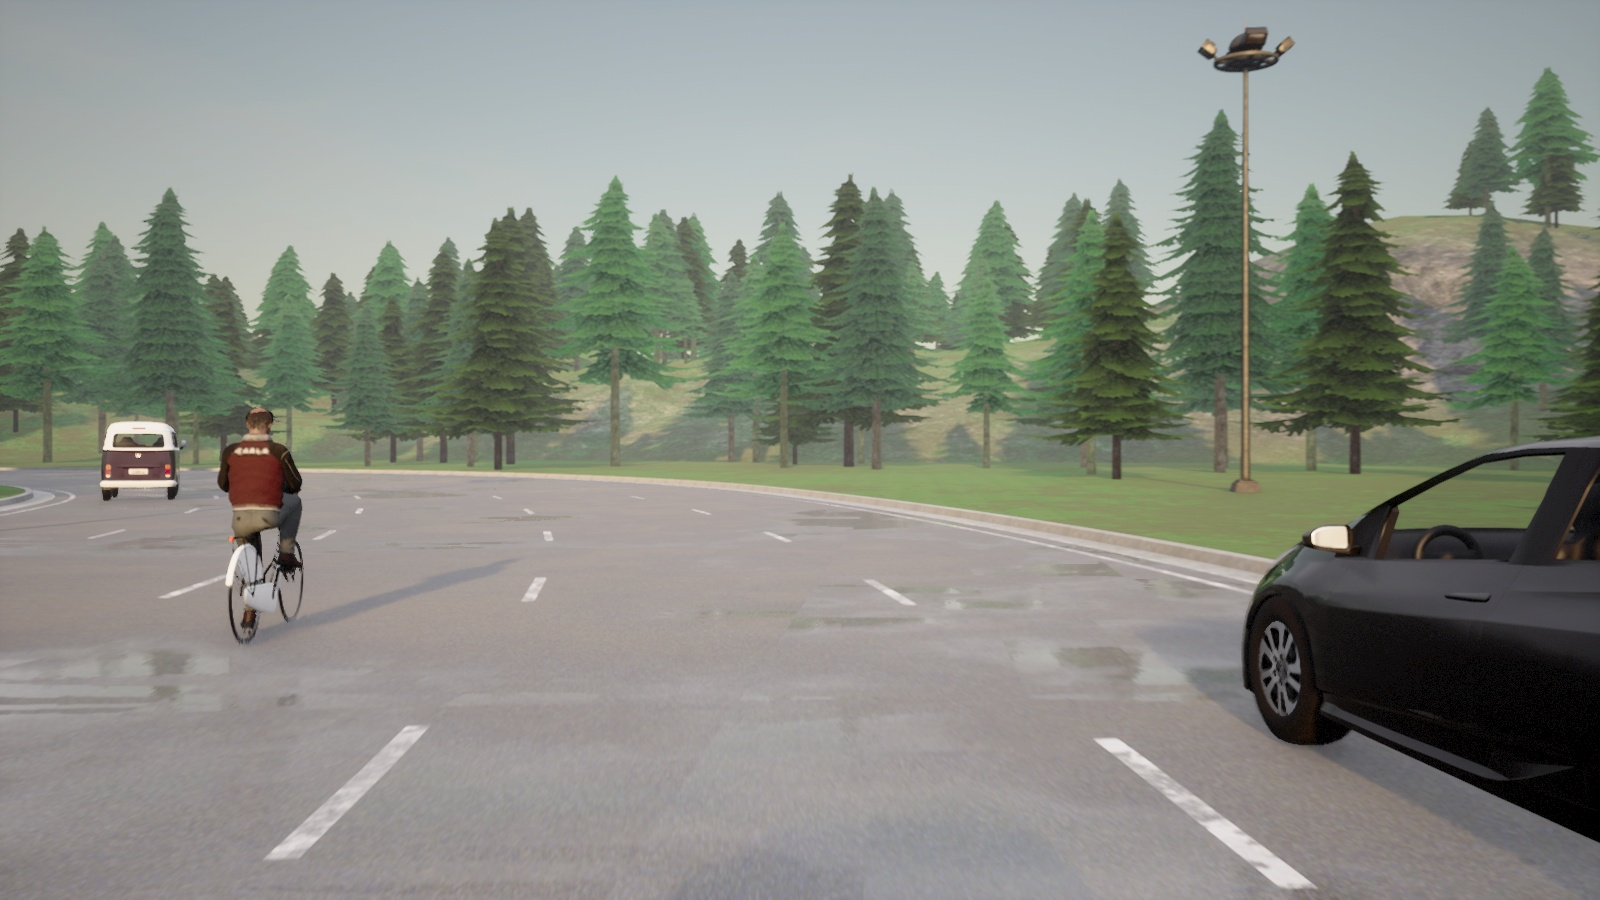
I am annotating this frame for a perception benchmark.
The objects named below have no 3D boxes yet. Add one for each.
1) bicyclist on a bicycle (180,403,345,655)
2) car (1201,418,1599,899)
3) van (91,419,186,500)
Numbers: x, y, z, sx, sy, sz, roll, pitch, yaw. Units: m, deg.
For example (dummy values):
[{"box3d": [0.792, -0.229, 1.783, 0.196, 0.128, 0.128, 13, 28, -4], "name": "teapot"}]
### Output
[{"box3d": [-4.137, 0.548, 9.810, 0.659, 1.776, 1.843, 0, 1, -6], "name": "bicyclist on a bicycle"}, {"box3d": [3.342, 0.658, 4.790, 2.007, 1.525, 4.514, 0, 0, -3], "name": "car"}, {"box3d": [-17.774, 0.231, 33.940, 2.069, 2.038, 4.480, 0, 0, -25], "name": "van"}]
